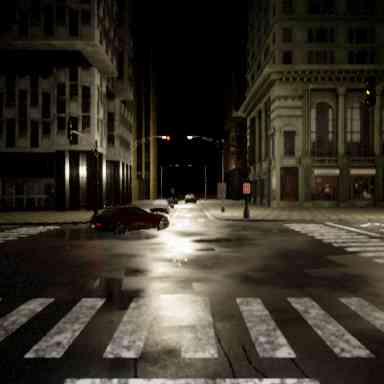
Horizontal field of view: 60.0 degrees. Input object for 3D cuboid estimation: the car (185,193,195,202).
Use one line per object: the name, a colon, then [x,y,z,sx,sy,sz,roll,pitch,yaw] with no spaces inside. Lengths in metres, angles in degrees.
car: [-0.403,1.217,73.773,2.097,1.767,4.553,0,0,0]

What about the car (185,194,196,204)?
car: [-0.198,1.464,61.082,1.994,1.385,4.181,0,0,-1]

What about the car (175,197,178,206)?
car: [-3.263,1.490,44.237,2.033,1.411,5.357,0,0,-1]

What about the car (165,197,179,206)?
car: [-3.267,1.483,54.296,1.994,1.385,4.181,0,0,0]

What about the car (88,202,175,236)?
car: [-3.387,1.512,18.391,1.812,1.442,4.674,1,1,44]

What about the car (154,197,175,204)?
car: [-3.195,1.510,34.172,2.033,1.411,5.357,0,0,0]
